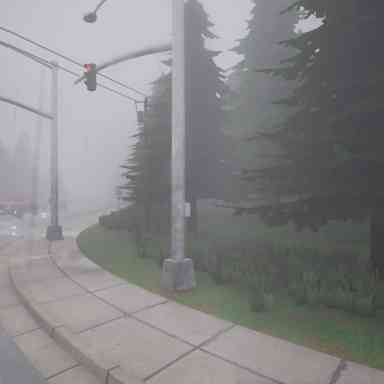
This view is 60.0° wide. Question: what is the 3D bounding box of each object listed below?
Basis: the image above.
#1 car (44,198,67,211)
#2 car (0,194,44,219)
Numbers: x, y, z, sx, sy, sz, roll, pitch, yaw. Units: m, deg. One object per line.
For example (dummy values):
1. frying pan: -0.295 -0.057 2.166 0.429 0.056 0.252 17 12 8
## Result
1. car: -16.533 1.492 40.206 2.128 1.511 4.902 0 0 -5
2. car: -15.559 1.221 29.625 2.150 2.045 5.566 0 0 -5
